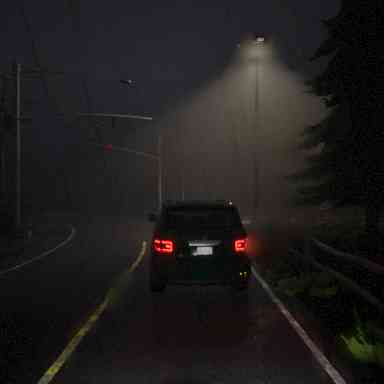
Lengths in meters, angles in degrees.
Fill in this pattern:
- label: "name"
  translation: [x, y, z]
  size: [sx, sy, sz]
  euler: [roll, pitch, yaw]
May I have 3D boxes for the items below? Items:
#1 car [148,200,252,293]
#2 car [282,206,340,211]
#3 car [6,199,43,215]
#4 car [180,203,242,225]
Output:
- label: "car"
  translation: [0.008, 1.221, 9.065]
  size: [2.150, 2.045, 5.566]
  euler: [0, 0, -5]
- label: "car"
  translation: [10.701, 1.628, 30.144]
  size: [4.718, 1.301, 1.895]
  euler: [0, 0, 0]
- label: "car"
  translation: [-17.199, 1.503, 33.801]
  size: [4.892, 1.490, 1.837]
  euler: [1, 0, 30]
- label: "car"
  translation: [1.349, 1.588, 24.763]
  size: [4.181, 1.385, 1.994]
  euler: [0, 0, -13]
